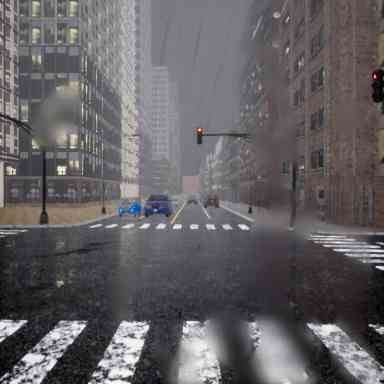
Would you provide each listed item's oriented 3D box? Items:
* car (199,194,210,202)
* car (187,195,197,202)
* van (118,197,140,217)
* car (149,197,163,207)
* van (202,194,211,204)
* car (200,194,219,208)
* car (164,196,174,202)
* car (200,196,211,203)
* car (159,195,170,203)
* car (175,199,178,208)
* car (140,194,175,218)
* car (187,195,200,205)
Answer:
[{"bbox_3d":[2.765,1.348,75.009,2.192,1.841,5.009,0,0,0],"label":"car"},{"bbox_3d":[0.074,1.419,70.105,2.033,1.411,5.357,0,0,0],"label":"car"},{"bbox_3d":[-5.660,1.347,30.609,1.690,1.788,3.998,0,0,0],"label":"van"},{"bbox_3d":[-5.637,1.542,52.643,1.752,1.417,4.829,0,0,0],"label":"car"},{"bbox_3d":[2.754,1.366,63.908,1.690,1.788,3.998,0,0,0],"label":"van"},{"bbox_3d":[2.737,1.329,47.255,2.192,1.841,5.009,0,0,0],"label":"car"},{"bbox_3d":[-5.609,1.589,80.568,2.008,1.369,4.403,0,0,0],"label":"car"},{"bbox_3d":[2.761,1.579,69.458,2.008,1.369,4.403,0,0,0],"label":"car"},{"bbox_3d":[-5.620,1.469,69.466,1.967,1.590,4.097,0,0,0],"label":"car"},{"bbox_3d":[-3.037,1.616,49.665,1.895,1.301,4.718,0,0,0],"label":"car"},{"bbox_3d":[-3.074,1.227,30.868,2.150,2.045,5.566,0,0,1],"label":"car"},{"bbox_3d":[0.065,1.623,60.129,1.895,1.301,4.718,0,0,0],"label":"car"}]
